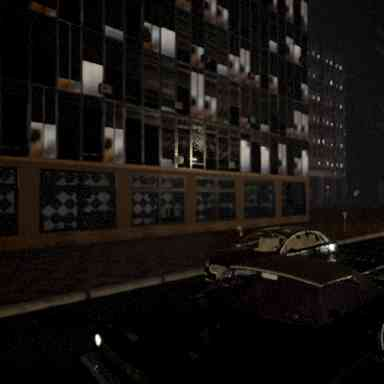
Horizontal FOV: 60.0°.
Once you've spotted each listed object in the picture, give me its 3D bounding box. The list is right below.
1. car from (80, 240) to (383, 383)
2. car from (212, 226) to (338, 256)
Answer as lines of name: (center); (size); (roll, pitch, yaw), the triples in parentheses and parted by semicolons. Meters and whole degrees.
car: (1.098, 1.637, 4.369); (4.718, 1.301, 1.895); (0, -1, -41)
car: (2.265, 1.621, 8.718); (4.403, 1.369, 2.008); (0, 0, -40)
